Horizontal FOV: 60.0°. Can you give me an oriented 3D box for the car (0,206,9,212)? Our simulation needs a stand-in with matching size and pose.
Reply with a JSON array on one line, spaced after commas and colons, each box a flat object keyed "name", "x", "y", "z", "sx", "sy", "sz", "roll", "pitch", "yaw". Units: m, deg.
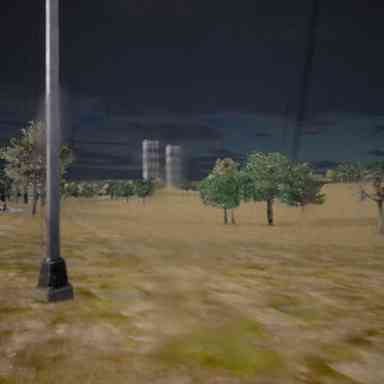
[{"name": "car", "x": -46.658, "y": 4.145, "z": 81.956, "sx": 1.994, "sy": 1.385, "sz": 4.181, "roll": -1, "pitch": -3, "yaw": -15}]
